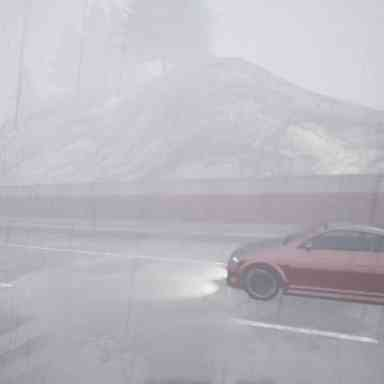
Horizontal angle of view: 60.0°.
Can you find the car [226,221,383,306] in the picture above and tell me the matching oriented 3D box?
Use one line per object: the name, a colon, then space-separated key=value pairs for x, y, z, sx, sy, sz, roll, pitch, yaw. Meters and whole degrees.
car: x=2.785 y=1.299 z=6.542 sx=4.181 sy=1.385 sz=1.994 roll=-1 pitch=2 yaw=23
